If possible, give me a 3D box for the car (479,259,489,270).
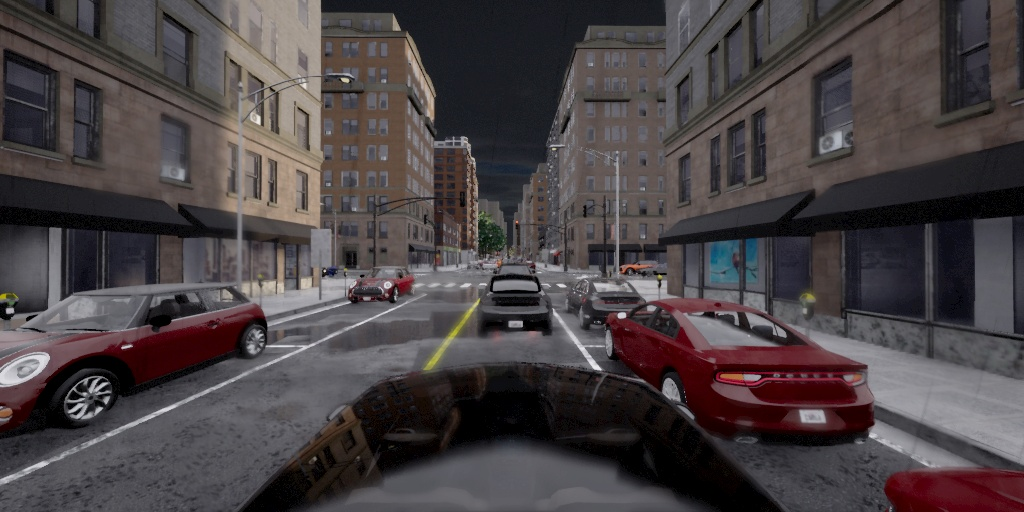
[{"bbox_3d":[-3.104,1.389,50.787,1.895,1.301,4.718,0,0,0],"label":"car"}]

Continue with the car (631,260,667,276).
[{"bbox_3d":[15.203,1.395,36.019,5.357,1.411,2.033,0,0,0],"label":"car"}]

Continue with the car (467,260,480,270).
[{"bbox_3d":[-5.888,1.345,54.774,2.007,1.370,4.403,0,0,0],"label":"car"}]

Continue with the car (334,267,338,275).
[{"bbox_3d":[-18.398,1.150,32.441,5.008,1.535,1.882,0,0,0],"label":"car"}]

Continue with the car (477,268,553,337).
[{"bbox_3d":[0.060,1.258,10.334,1.837,1.490,4.892,0,0,-1],"label":"car"}]

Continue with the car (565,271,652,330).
[{"bbox_3d":[2.687,1.303,10.908,2.007,1.370,4.403,0,0,0],"label":"car"}]

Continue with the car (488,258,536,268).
[{"bbox_3d":[0.127,1.108,17.748,2.097,1.767,4.553,0,0,0],"label":"car"}]

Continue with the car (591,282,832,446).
[{"bbox_3d":[2.676,1.296,5.417,1.888,1.381,4.507,0,0,0],"label":"car"}]

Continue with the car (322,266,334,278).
[{"bbox_3d":[-18.009,0.869,29.187,5.566,2.045,2.150,0,0,0],"label":"car"}]

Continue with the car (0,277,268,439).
[{"bbox_3d":[-5.850,1.190,5.426,1.967,1.591,4.097,0,0,0],"label":"car"}]

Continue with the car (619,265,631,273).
[{"bbox_3d":[14.039,1.221,39.280,4.553,1.767,2.097,0,0,0],"label":"car"}]

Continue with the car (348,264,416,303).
[{"bbox_3d":[-5.829,1.195,16.413,1.967,1.591,4.097,0,0,0],"label":"car"}]

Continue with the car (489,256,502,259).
[{"bbox_3d":[-3.148,1.159,60.759,2.097,1.767,4.553,0,0,0],"label":"car"}]
